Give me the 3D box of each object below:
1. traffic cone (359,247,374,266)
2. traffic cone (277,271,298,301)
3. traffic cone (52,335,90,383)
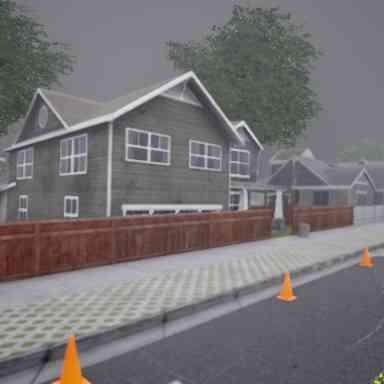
[{"bbox_3d":[5.652,2.067,10.773,0.340,0.580,0.340,1,-1,-44],"label":"traffic cone"},{"bbox_3d":[2.082,2.017,7.271,0.340,0.580,0.340,1,-1,-44],"label":"traffic cone"},{"bbox_3d":[-1.415,1.979,3.910,0.340,0.580,0.340,0,0,-41],"label":"traffic cone"}]
